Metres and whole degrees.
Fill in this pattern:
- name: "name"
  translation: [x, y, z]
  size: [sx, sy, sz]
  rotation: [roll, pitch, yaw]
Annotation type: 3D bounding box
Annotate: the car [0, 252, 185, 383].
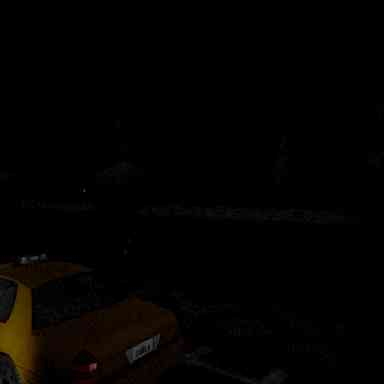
- name: "car"
  translation: [-2.362, 1.525, 4.650]
  size: [4.829, 1.417, 1.752]
  rotation: [0, 0, 36]
